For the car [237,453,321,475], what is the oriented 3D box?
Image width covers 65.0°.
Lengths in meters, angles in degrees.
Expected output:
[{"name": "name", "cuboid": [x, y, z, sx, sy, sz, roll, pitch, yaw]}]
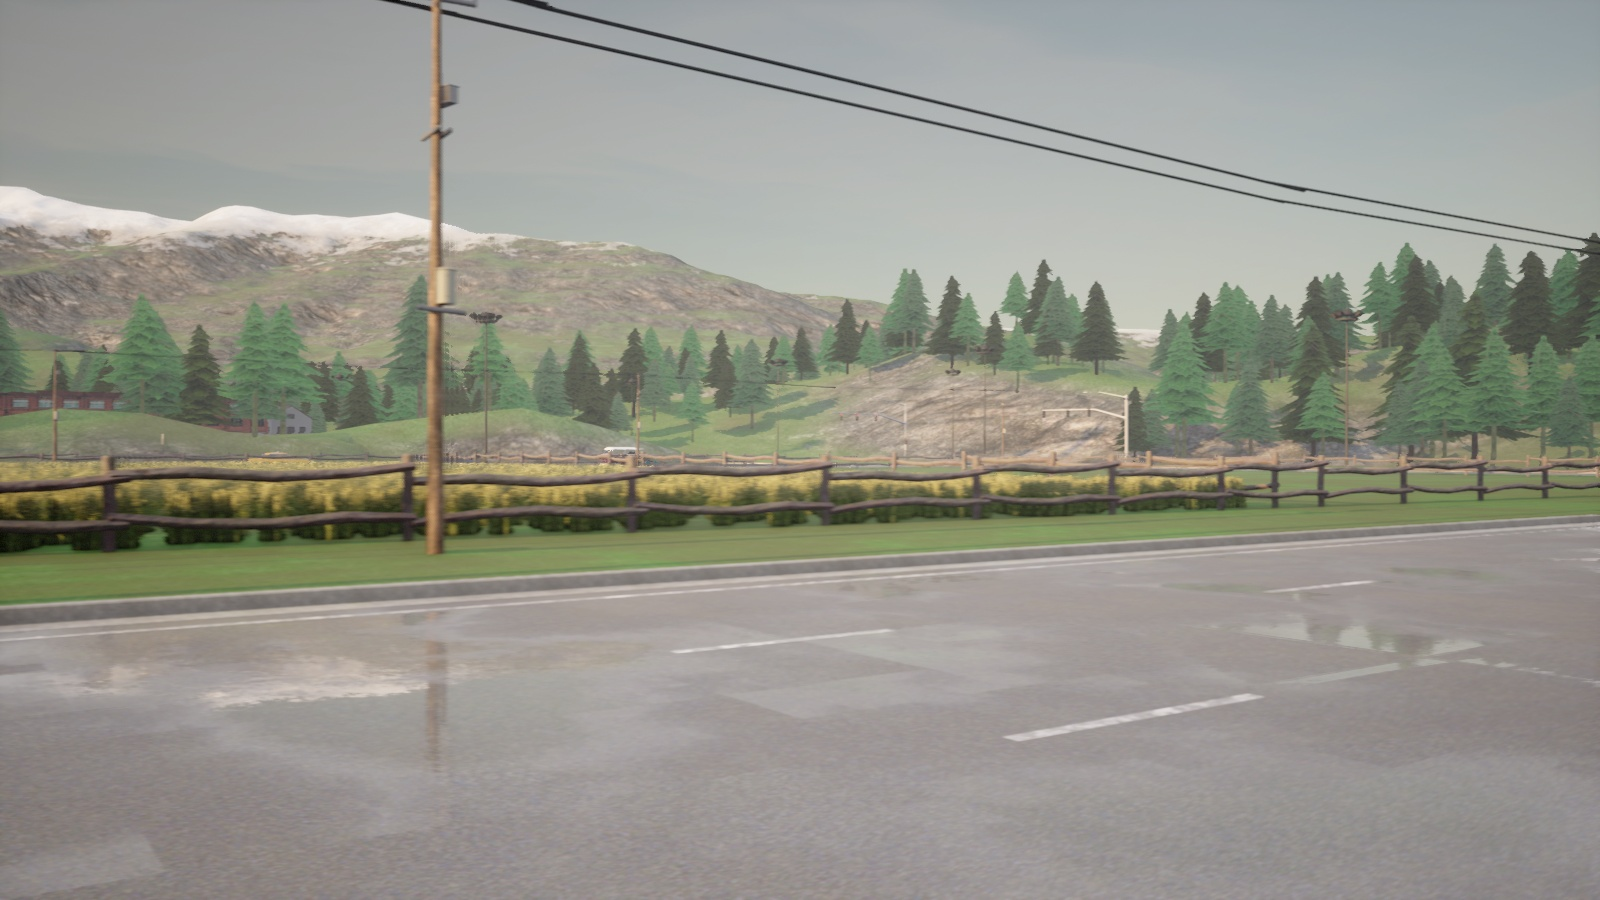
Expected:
[{"name": "car", "cuboid": [-37.696, 0.987, 90.917, 5.366, 1.575, 1.801, 0, 0, -35]}]
